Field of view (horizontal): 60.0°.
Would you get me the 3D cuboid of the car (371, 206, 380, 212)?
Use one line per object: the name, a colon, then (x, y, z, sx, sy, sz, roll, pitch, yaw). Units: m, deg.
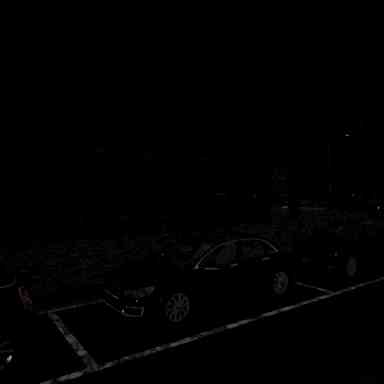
car: (9.260, 1.440, 13.268, 4.097, 1.590, 1.967, 0, 0, -36)

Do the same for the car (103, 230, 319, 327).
car: (0.379, 1.551, 6.924, 4.403, 1.369, 2.008, 0, 0, -36)

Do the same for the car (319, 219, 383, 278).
car: (4.820, 1.545, 10.096, 4.507, 1.381, 1.887, 0, 0, -36)

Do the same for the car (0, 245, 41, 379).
car: (-4.061, 1.440, 3.752, 4.097, 1.590, 1.967, 0, 0, -36)

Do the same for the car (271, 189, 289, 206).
car: (10.178, 0.707, 41.057, 2.150, 2.045, 5.566, 0, 1, -35)

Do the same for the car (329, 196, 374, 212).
car: (15.961, 1.171, 32.991, 2.128, 1.511, 4.902, 0, 1, -36)
